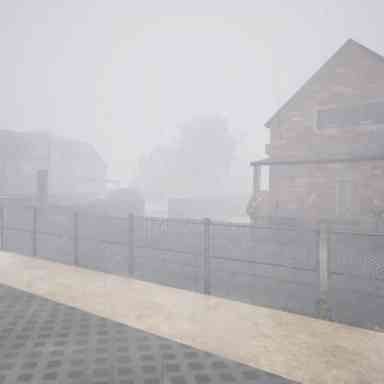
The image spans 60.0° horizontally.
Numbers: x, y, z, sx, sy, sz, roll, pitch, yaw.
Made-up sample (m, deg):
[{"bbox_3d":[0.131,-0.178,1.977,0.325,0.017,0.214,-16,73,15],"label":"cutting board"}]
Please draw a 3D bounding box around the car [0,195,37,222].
[{"bbox_3d":[-11.954,1.048,20.440,2.097,1.767,4.553,1,2,34],"label":"car"}]

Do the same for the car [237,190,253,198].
[{"bbox_3d":[8.409,0.424,48.897,2.033,1.411,5.357,1,2,36],"label":"car"}]

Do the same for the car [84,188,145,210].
[{"bbox_3d":[-6.420,0.689,28.298,2.150,2.045,5.566,1,2,36],"label":"car"}]

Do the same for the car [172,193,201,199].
[{"bbox_3d":[-0.470,0.793,36.615,1.994,1.385,4.181,1,2,36],"label":"car"}]
